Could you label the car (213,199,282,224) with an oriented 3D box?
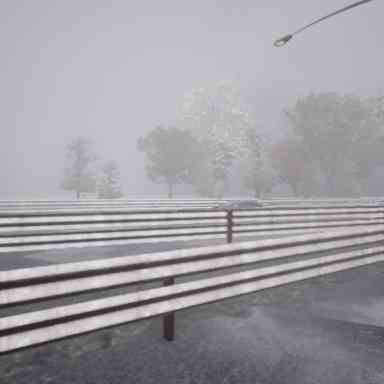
[{"bbox_3d":[3.595,1.250,21.390,4.892,1.490,1.837,0,0,-25],"label":"car"}]
